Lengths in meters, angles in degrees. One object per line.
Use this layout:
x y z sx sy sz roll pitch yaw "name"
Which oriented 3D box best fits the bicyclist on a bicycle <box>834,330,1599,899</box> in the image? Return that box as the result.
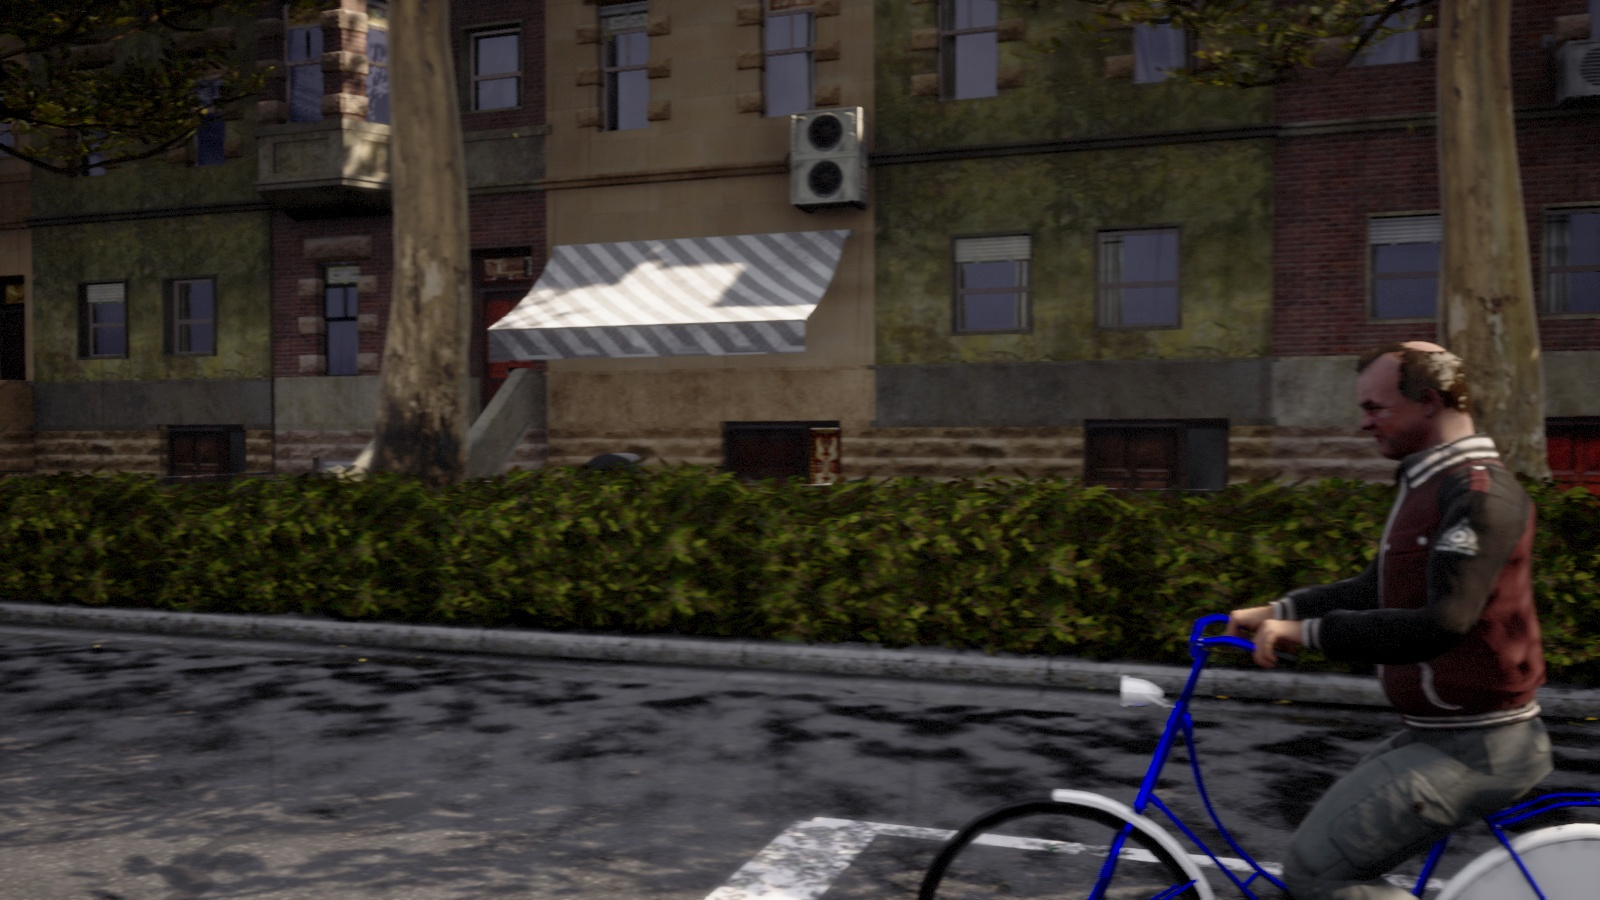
1.055 0.656 2.795 1.843 1.776 0.659 1 1 17 "bicyclist on a bicycle"
